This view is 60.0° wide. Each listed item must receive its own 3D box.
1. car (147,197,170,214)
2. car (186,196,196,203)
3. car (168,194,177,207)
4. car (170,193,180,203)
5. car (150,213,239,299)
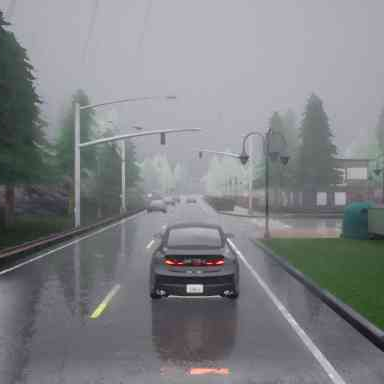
[{"bbox_3d":[-3.656,1.526,35.321,1.812,1.442,4.674,0,0,-1],"label":"car"},{"bbox_3d":[-0.147,1.564,66.664,1.994,1.385,4.181,0,0,0],"label":"car"},{"bbox_3d":[-3.704,1.525,52.376,1.812,1.442,4.674,0,0,0],"label":"car"},{"bbox_3d":[-3.653,1.222,69.143,2.150,2.045,5.566,0,0,0],"label":"car"},{"bbox_3d":[0.055,1.505,8.456,1.837,1.490,4.892,0,0,0],"label":"car"}]
